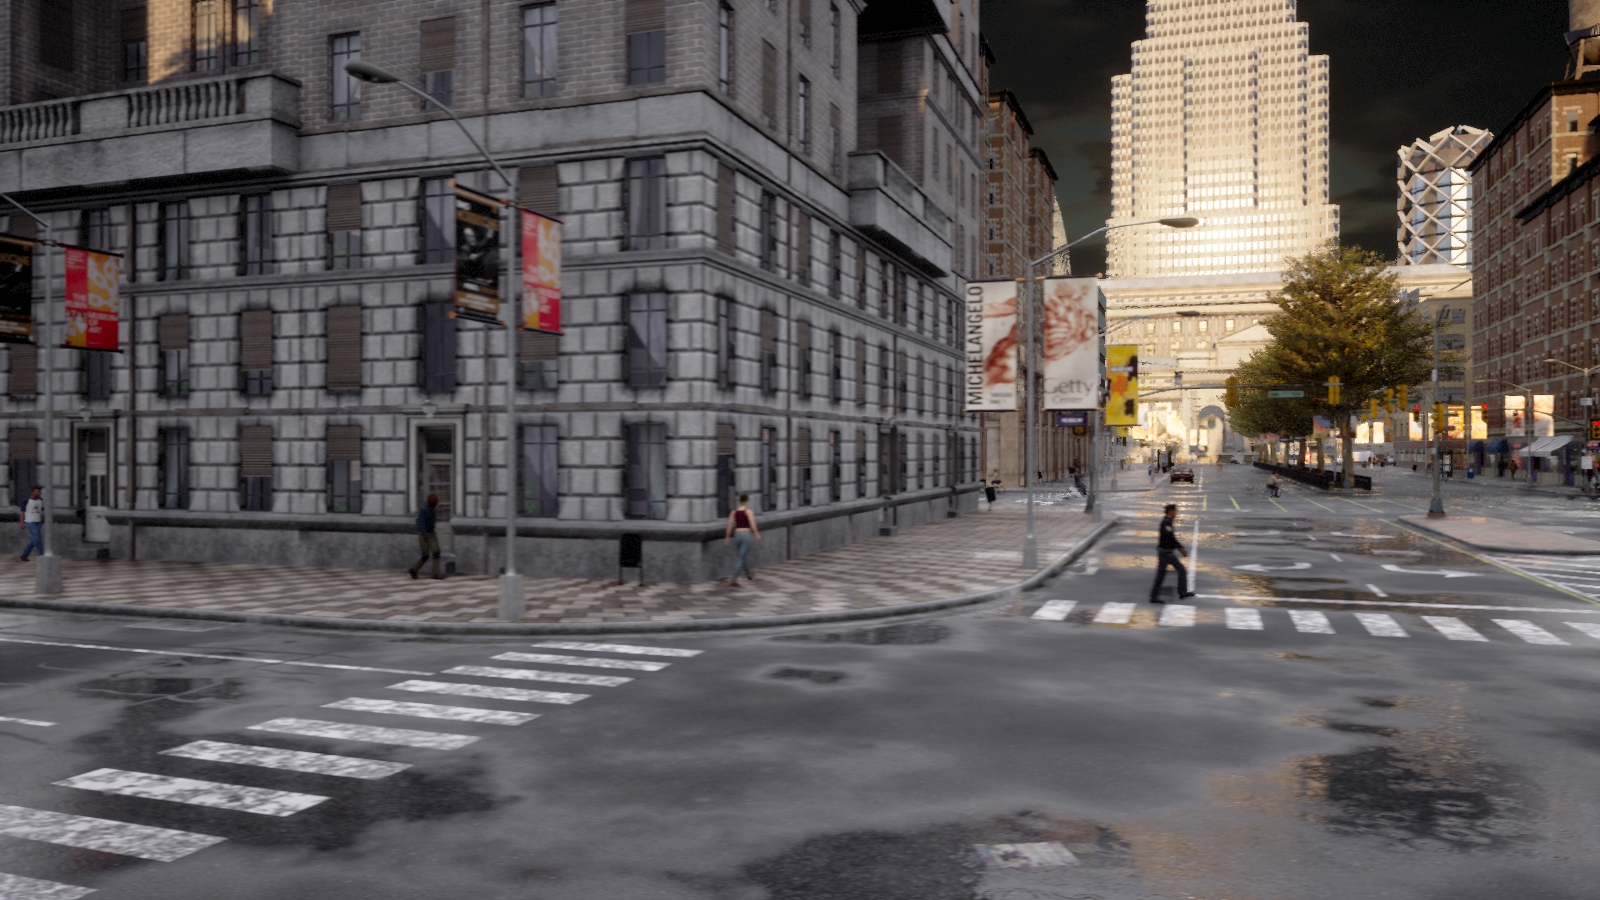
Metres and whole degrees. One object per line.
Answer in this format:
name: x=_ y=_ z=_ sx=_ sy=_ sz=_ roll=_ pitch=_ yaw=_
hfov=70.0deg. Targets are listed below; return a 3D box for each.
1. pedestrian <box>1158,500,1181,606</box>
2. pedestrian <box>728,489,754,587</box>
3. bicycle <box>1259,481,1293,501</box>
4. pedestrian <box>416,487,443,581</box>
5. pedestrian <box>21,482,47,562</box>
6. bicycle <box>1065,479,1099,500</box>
pedestrian: x=6.658 y=1.849 z=20.578 sx=0.375 sy=1.860 sz=0.375 roll=0 pitch=0 yaw=20
pedestrian: x=-1.153 y=1.696 z=22.225 sx=0.375 sy=1.860 sz=0.375 roll=0 pitch=0 yaw=25
bicycle: x=26.398 y=2.256 z=63.378 sx=1.487 sy=1.080 sz=0.859 roll=0 pitch=-2 yaw=-5
pedestrian: x=-7.505 y=1.696 z=23.138 sx=0.375 sy=1.860 sz=0.375 roll=0 pitch=0 yaw=23
pedestrian: x=-18.091 y=1.696 z=26.989 sx=0.375 sy=1.860 sz=0.375 roll=0 pitch=0 yaw=20
bicycle: x=15.801 y=2.210 z=64.061 sx=1.835 sy=1.171 sz=0.329 roll=0 pitch=0 yaw=8
